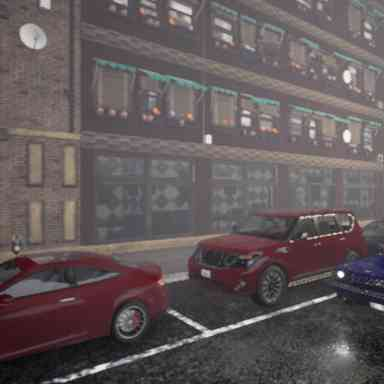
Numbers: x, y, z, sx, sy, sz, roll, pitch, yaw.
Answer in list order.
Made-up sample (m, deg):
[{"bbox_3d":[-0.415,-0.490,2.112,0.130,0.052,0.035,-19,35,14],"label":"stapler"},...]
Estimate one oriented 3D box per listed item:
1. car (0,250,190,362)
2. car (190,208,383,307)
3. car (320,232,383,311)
[{"bbox_3d":[-2.303,1.586,4.918,4.206,1.307,1.802,0,0,-35],"label":"car"},{"bbox_3d":[2.336,1.346,8.226,5.009,1.841,2.192,0,0,-35],"label":"car"},{"bbox_3d":[4.952,1.638,6.898,4.718,1.301,1.895,0,0,-35],"label":"car"}]
